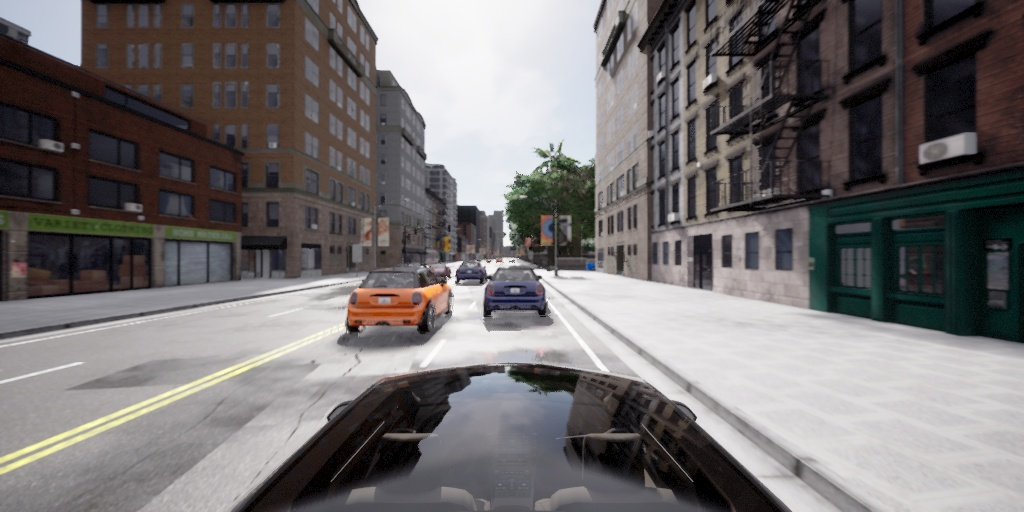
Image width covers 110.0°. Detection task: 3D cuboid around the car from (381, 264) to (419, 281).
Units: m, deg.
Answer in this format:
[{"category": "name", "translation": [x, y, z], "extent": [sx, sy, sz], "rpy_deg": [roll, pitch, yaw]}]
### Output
[{"category": "car", "translation": [-9.828, 1.441, 31.963], "extent": [1.895, 1.301, 4.718], "rpy_deg": [0, 0, 0]}]

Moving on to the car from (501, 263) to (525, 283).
[{"category": "car", "translation": [0.100, 1.359, 29.836], "extent": [1.812, 1.442, 4.674], "rpy_deg": [0, 0, 0]}]

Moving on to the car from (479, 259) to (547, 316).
[{"category": "car", "translation": [0.099, 1.136, 13.602], "extent": [2.097, 1.767, 4.553], "rpy_deg": [0, 0, 0]}]

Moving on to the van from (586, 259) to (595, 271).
[{"category": "van", "translation": [12.160, 1.295, 49.322], "extent": [3.998, 1.789, 1.690], "rpy_deg": [0, 0, 1]}]

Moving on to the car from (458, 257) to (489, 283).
[{"category": "car", "translation": [-3.154, 1.183, 28.626], "extent": [2.097, 1.767, 4.553], "rpy_deg": [0, 0, 0]}]

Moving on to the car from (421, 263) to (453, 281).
[{"category": "car", "translation": [-6.577, 1.365, 31.906], "extent": [1.812, 1.442, 4.674], "rpy_deg": [0, 0, 0]}]

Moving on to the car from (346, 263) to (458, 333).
[{"category": "car", "translation": [-3.149, 1.128, 10.983], "extent": [2.097, 1.767, 4.553], "rpy_deg": [0, 0, 0]}]
